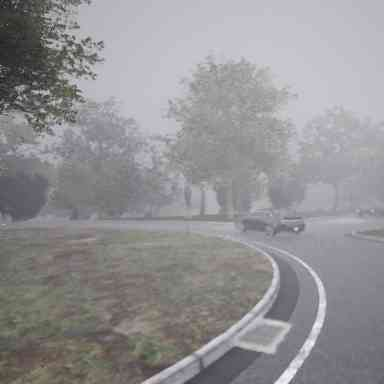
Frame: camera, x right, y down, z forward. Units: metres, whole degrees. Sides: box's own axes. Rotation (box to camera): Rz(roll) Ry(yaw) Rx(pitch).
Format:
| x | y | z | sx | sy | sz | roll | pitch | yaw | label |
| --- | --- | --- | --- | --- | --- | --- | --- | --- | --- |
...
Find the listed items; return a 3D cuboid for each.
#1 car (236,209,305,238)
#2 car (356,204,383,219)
| x | y | z | sx | sy | sz | roll | pitch | yaw | label |
| --- | --- | --- | --- | --- | --- | --- | --- | --- | --- |
| 4.395 | 1.735 | 19.440 | 2.128 | 1.511 | 4.902 | 0 | -1 | -24 | car |
| 18.234 | 1.883 | 32.810 | 4.718 | 1.301 | 1.895 | 0 | -1 | -34 | car |
